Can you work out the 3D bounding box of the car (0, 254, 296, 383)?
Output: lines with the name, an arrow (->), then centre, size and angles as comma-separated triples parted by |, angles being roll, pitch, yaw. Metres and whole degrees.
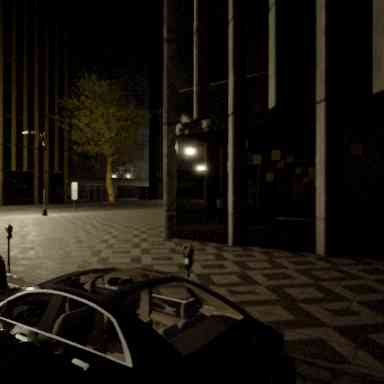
car -> -1.120, 1.552, 3.759 | 4.403, 1.369, 2.008 | 0, 0, 35
